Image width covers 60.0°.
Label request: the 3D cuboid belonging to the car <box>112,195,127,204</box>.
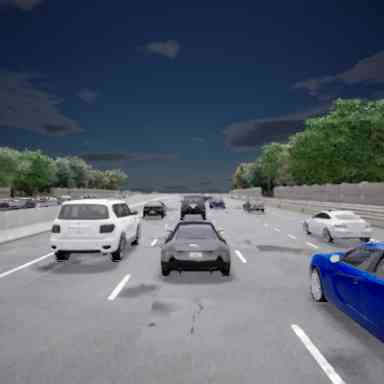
[{"bbox_3d":[-14.000,1.484,64.698,1.837,1.490,4.892,0,1,0],"label":"car"}]

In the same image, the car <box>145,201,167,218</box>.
[{"bbox_3d":[-3.397,1.568,31.082,1.882,1.535,5.008,0,0,0],"label":"car"}]

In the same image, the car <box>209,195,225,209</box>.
[{"bbox_3d":[3.505,1.414,47.965,2.097,1.767,4.553,0,0,0],"label":"car"}]

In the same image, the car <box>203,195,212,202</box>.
[{"bbox_3d":[3.508,1.387,77.248,1.882,1.535,5.008,0,0,0],"label":"car"}]

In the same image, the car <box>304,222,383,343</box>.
[{"bbox_3d":[3.500,1.516,5.318,1.882,1.535,5.008,0,0,0],"label":"car"}]

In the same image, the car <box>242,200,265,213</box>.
[{"bbox_3d":[7.101,1.630,38.648,2.033,1.411,5.357,0,0,0],"label":"car"}]

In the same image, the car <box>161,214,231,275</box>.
[{"bbox_3d":[0.101,1.630,10.730,1.994,1.385,4.181,0,0,0],"label":"car"}]

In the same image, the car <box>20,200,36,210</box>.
[{"bbox_3d":[-21.075,1.645,41.361,1.994,1.385,4.181,0,0,0],"label":"car"}]

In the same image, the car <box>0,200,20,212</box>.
[{"bbox_3d":[-14.096,1.445,22.598,2.097,1.767,4.553,0,0,0],"label":"car"}]

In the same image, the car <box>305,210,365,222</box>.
[{"bbox_3d":[7.036,1.610,16.411,1.812,1.442,4.674,0,0,1],"label":"car"}]

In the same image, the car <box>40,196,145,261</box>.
[{"bbox_3d":[-3.400,1.295,12.703,2.150,2.045,5.566,0,0,0],"label":"car"}]

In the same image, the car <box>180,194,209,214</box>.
[{"bbox_3d":[0.103,1.313,29.791,2.150,2.045,5.566,0,0,0],"label":"car"}]

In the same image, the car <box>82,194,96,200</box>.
[{"bbox_3d":[-24.491,1.109,79.523,1.895,1.301,4.718,0,0,0],"label":"car"}]
